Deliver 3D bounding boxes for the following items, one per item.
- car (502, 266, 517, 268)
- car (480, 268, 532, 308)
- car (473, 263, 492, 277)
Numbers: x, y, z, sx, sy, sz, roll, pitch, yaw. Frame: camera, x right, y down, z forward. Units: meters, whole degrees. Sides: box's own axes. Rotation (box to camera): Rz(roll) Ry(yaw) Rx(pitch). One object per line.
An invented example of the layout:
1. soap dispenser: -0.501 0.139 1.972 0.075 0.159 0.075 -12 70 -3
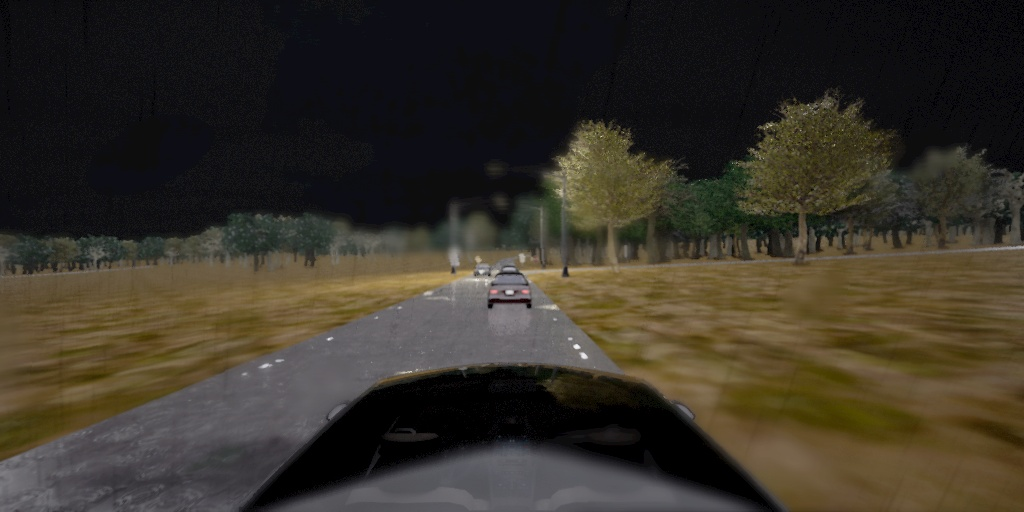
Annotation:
1. car: -0.212 1.549 31.279 1.812 1.442 4.674 0 0 0
2. car: -0.098 1.428 15.895 2.033 1.411 5.357 0 0 0
3. car: -3.298 1.611 41.288 2.128 1.511 4.902 0 -1 0
